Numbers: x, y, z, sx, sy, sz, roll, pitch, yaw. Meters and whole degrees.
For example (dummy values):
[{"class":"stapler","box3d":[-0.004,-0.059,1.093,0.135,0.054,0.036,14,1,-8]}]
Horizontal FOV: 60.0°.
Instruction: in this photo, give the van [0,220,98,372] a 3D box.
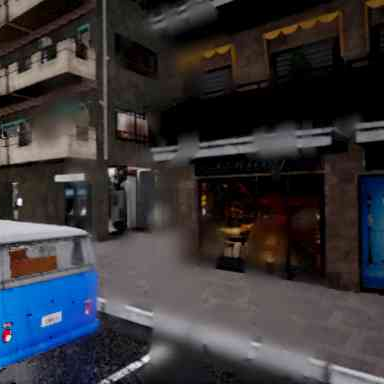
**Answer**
[{"class":"van","box3d":[-3.246,1.341,5.207,3.998,1.788,1.690,0,-1,36]}]
